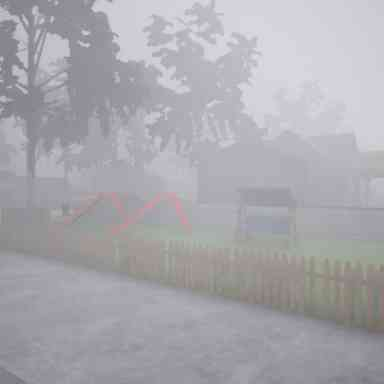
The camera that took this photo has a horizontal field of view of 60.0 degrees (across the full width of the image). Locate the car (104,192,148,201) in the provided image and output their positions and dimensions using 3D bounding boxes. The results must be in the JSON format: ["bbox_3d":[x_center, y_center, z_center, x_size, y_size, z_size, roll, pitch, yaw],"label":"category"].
[{"bbox_3d":[-7.157,0.992,36.339,2.150,2.045,5.566,1,0,36],"label":"car"}]
